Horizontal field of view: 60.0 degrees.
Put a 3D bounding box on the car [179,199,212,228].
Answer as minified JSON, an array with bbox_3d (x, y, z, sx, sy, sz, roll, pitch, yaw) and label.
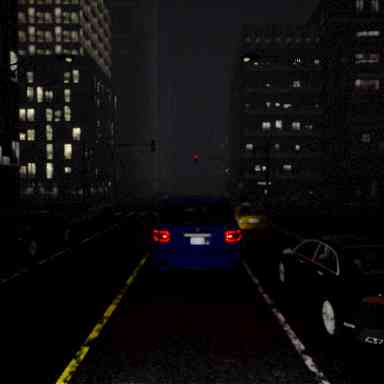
[{"bbox_3d":[0.145,1.209,20.582,1.812,1.442,4.674,0,1,-2],"label":"car"}]

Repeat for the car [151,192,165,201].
[{"bbox_3d":[-5.577,0.681,55.241,1.752,1.417,4.829,-1,1,0],"label":"car"}]

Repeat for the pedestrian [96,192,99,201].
[{"bbox_3d":[-12.448,0.636,43.948,0.500,1.100,0.500,0,1,1],"label":"pedestrian"}]

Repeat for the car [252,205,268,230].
[{"bbox_3d":[2.847,1.254,17.611,1.752,1.417,4.829,-1,1,0],"label":"car"}]

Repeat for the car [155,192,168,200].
[{"bbox_3d":[-5.563,0.633,61.065,1.947,1.339,4.313,-1,1,0],"label":"car"}]

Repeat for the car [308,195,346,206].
[{"bbox_3d":[16.406,1.012,40.543,4.403,1.369,2.008,0,1,1],"label":"car"}]

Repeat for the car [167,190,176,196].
[{"bbox_3d":[-5.499,0.184,89.335,1.887,1.381,4.507,-1,1,0],"label":"car"}]

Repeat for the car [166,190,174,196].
[{"bbox_3d":[-5.511,0.307,83.681,1.802,1.307,4.206,-1,1,0],"label":"car"}]

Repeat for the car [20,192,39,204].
[{"bbox_3d":[-21.567,0.652,41.122,4.829,1.417,1.752,1,1,1],"label":"car"}]

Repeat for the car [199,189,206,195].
[{"bbox_3d":[2.892,-0.005,94.969,1.967,1.590,4.097,-1,1,0],"label":"car"}]

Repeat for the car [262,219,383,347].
[{"bbox_3d":[2.822,1.455,6.154,2.008,1.369,4.403,-1,1,0],"label":"car"}]

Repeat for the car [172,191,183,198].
[{"bbox_3d":[-2.854,0.531,67.384,1.994,1.385,4.181,0,1,0],"label":"car"}]

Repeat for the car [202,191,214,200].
[{"bbox_3d":[2.817,0.619,61.046,2.008,1.369,4.403,-1,1,0],"label":"car"}]

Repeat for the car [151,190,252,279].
[{"bbox_3d":[0.121,1.072,9.718,2.150,2.045,5.566,0,1,0],"label":"car"}]

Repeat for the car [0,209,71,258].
[{"bbox_3d":[-5.805,1.360,11.875,1.887,1.381,4.507,-1,1,0],"label":"car"}]

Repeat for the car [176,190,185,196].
[{"bbox_3d":[-2.809,0.241,83.582,2.033,1.411,5.357,0,1,0],"label":"car"}]

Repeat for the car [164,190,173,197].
[{"bbox_3d":[-5.525,0.355,78.027,1.887,1.381,4.507,-1,1,0],"label":"car"}]
